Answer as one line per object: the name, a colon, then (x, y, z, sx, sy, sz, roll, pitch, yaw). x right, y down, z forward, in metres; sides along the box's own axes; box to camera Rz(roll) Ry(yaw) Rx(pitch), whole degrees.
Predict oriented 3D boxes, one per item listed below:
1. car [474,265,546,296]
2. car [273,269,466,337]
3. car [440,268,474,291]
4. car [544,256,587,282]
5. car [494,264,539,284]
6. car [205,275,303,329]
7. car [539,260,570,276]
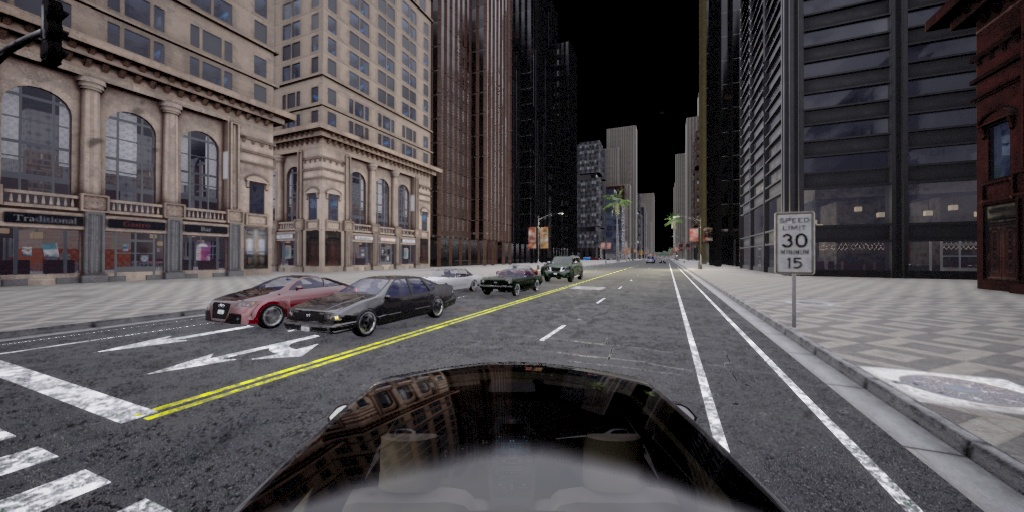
car: (0.074, 1.358, 19.554, 1.895, 1.301, 4.718, 0, 0, 24)
car: (-3.738, 1.299, 10.755, 2.033, 1.411, 5.357, 0, 0, 23)
car: (-3.512, 1.357, 19.454, 1.895, 1.301, 4.718, 0, 0, 23)
car: (4.330, 0.987, 29.367, 2.150, 2.045, 5.566, 0, 0, 23)
car: (0.449, 1.364, 28.594, 1.895, 1.301, 4.718, 0, 0, 24)
car: (-6.990, 1.316, 11.413, 1.994, 1.385, 4.181, 0, 0, 24)
car: (4.541, 1.251, 37.944, 1.882, 1.535, 5.008, 0, 0, 24)
